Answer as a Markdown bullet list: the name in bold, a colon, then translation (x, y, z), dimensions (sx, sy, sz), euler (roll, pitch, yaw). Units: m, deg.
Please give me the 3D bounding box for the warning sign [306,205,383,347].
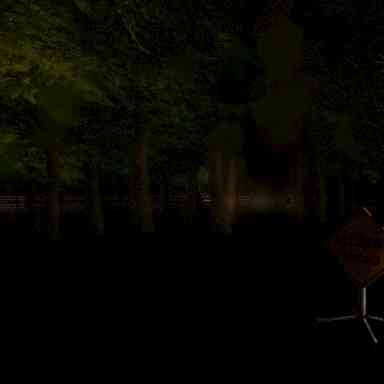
- **warning sign**: translation (2.686, 1.154, 5.237), dimensions (1.060, 1.860, 1.300), euler (1, -1, -36)
